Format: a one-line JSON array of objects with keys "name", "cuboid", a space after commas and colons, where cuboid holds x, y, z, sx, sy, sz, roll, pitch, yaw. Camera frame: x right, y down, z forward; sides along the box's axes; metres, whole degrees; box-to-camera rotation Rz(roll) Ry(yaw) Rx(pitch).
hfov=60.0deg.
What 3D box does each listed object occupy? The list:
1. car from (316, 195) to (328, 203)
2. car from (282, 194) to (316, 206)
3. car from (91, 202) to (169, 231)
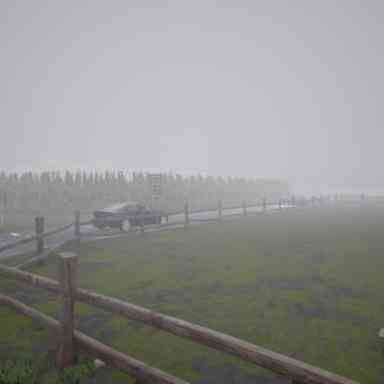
[{"name": "car", "cuboid": [19.964, 1.081, 51.834, 1.895, 1.301, 4.718, -1, 0, 35]}, {"name": "car", "cuboid": [14.023, 1.063, 43.403, 2.128, 1.511, 4.902, -1, 0, 36]}, {"name": "car", "cuboid": [-3.367, 1.316, 19.056, 1.882, 1.535, 5.008, -1, 0, 35]}]
